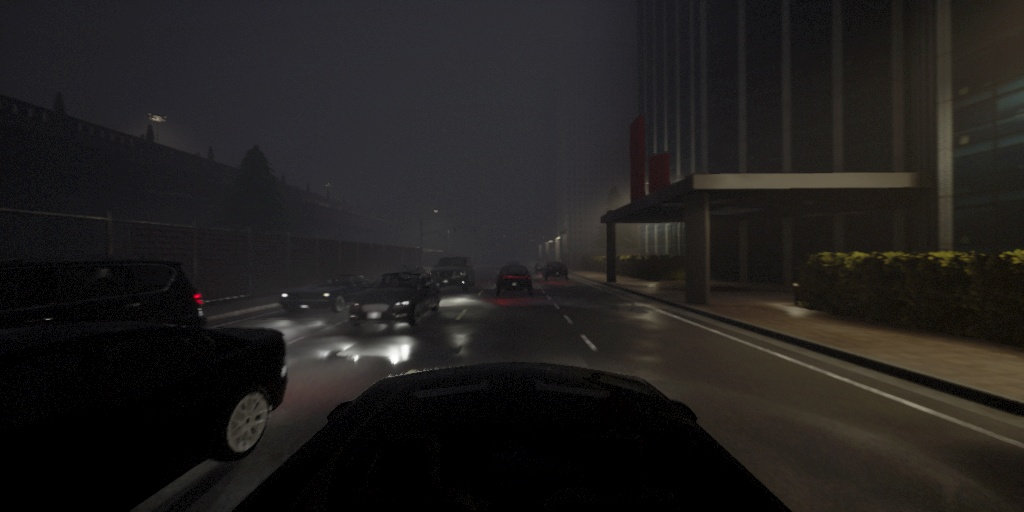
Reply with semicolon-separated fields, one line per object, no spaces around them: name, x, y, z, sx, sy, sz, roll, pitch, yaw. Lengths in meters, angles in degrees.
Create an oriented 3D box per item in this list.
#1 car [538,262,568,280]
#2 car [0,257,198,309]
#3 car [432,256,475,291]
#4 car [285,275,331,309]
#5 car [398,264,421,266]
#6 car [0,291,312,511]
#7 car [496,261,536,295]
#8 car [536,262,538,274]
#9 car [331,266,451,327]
car;3.589;1.207;30.546;1.882;1.535;5.008;0;0;1
car;-7.103;1.034;4.698;2.150;2.045;5.566;0;0;0
car;-3.564;1.009;22.215;2.150;2.045;5.566;0;0;1
car;-7.085;1.416;14.448;1.895;1.301;4.718;0;0;0
car;-7.049;1.310;24.292;2.128;1.511;4.902;0;0;0
car;-3.605;1.259;2.208;1.882;1.535;5.008;0;0;0
car;0.115;1.233;20.054;1.882;1.535;5.008;0;0;0
car;3.575;1.334;41.823;1.895;1.301;4.718;0;0;1
car;-3.594;1.276;11.775;2.128;1.511;4.902;0;0;0
